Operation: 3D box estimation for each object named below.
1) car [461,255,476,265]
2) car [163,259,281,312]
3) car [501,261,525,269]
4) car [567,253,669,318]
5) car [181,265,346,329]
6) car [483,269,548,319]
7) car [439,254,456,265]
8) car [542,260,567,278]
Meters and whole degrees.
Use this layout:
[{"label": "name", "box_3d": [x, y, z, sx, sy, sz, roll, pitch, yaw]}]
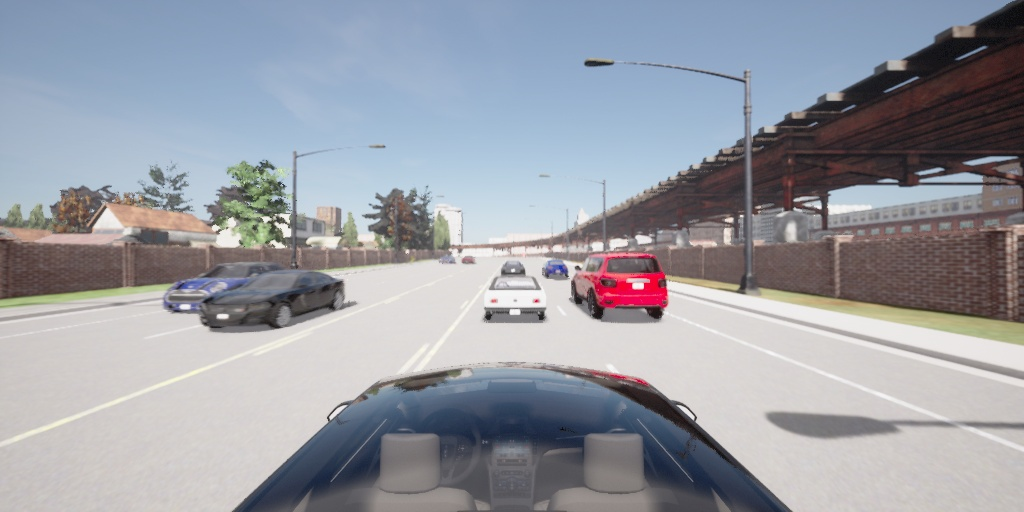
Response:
[{"label": "car", "box_3d": [-7.057, 0.614, 58.239, 1.882, 1.535, 5.008, 0, 1, 1]}, {"label": "car", "box_3d": [-10.603, 1.042, 13.872, 2.097, 1.767, 4.553, 0, 1, 0]}, {"label": "car", "box_3d": [0.093, 1.062, 29.717, 1.994, 1.385, 4.181, 0, 1, 0]}, {"label": "car", "box_3d": [3.596, 0.921, 12.891, 2.150, 2.045, 5.566, 0, 1, 0]}, {"label": "car", "box_3d": [-7.102, 1.189, 11.301, 1.882, 1.535, 5.008, 0, 1, 0]}, {"label": "car", "box_3d": [0.095, 1.303, 12.520, 1.895, 1.301, 4.718, 0, 0, 0]}, {"label": "car", "box_3d": [-10.562, 0.483, 58.642, 2.097, 1.767, 4.553, 0, 1, 1]}, {"label": "car", "box_3d": [3.593, 1.017, 30.223, 1.812, 1.442, 4.674, 0, 1, 0]}]
